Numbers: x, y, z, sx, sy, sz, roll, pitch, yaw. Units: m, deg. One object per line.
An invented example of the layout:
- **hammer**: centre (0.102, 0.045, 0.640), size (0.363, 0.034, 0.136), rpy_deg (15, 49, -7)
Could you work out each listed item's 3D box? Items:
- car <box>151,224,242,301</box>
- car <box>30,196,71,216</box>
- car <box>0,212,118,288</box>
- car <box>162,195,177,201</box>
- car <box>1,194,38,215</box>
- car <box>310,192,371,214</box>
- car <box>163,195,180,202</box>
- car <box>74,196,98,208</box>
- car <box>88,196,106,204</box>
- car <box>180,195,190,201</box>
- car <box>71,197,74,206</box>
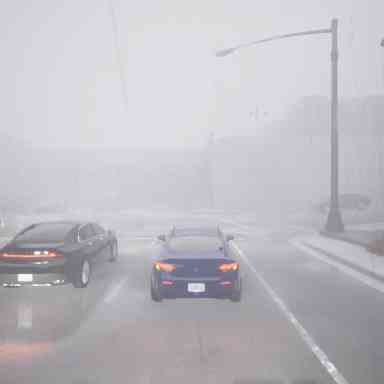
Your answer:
- **car**: centre (0.098, 1.526, 8.195), size (1.812, 1.442, 4.674), rpy_deg (0, 0, 0)
- **car**: centre (-14.097, 1.477, 33.414), size (1.882, 1.535, 5.008), rpy_deg (0, 0, -5)
- **car**: centre (-3.391, 1.505, 9.212), size (1.837, 1.490, 4.892), rpy_deg (0, 0, 0)
- **car**: centre (-5.712, 1.552, 85.254), size (1.994, 1.385, 4.181), rpy_deg (0, 0, 24)
- **car**: centre (-17.747, 1.222, 34.806), size (2.150, 2.045, 5.566), rpy_deg (0, 0, -5)
- **car**: centre (12.565, 0.891, 28.345), size (4.892, 1.490, 1.837), rpy_deg (-7, 0, 0)
- **car**: centre (-4.553, 1.355, 75.402), size (2.097, 1.767, 4.553), rpy_deg (0, 0, 6)
- **car**: centre (-14.727, 1.506, 47.190), size (1.837, 1.490, 4.892), rpy_deg (0, 0, -1)
- **car**: centre (-18.549, 1.547, 65.300), size (2.033, 1.411, 5.357), rpy_deg (0, 0, -1)
- **car**: centre (-2.029, 1.524, 85.033), size (1.812, 1.442, 4.674), rpy_deg (0, 0, 24)
- **car**: centre (-18.256, 1.505, 48.503), size (1.837, 1.490, 4.892), rpy_deg (0, 0, -1)
